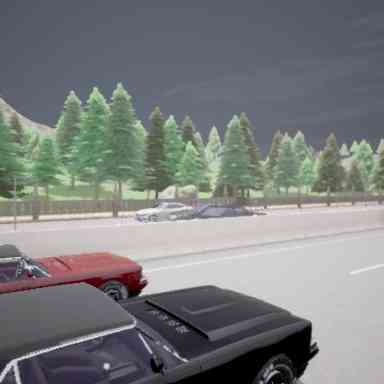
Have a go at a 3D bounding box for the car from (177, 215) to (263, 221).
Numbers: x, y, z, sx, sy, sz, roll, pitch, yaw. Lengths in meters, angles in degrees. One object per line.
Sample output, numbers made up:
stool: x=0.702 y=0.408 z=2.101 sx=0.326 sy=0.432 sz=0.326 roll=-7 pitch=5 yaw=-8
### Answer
car: x=1.757 y=1.502 z=18.076 sx=5.357 sy=1.411 sz=2.033 roll=0 pitch=0 yaw=-35

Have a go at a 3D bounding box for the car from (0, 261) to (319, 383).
car: x=-0.949 y=1.597 z=3.065 sx=4.718 sy=1.301 sz=1.895 roll=0 pitch=0 yaw=-35

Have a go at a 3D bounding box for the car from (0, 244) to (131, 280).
car: x=-3.198 y=1.598 z=5.762 sx=4.718 sy=1.301 sz=1.895 roll=0 pitch=0 yaw=-35
